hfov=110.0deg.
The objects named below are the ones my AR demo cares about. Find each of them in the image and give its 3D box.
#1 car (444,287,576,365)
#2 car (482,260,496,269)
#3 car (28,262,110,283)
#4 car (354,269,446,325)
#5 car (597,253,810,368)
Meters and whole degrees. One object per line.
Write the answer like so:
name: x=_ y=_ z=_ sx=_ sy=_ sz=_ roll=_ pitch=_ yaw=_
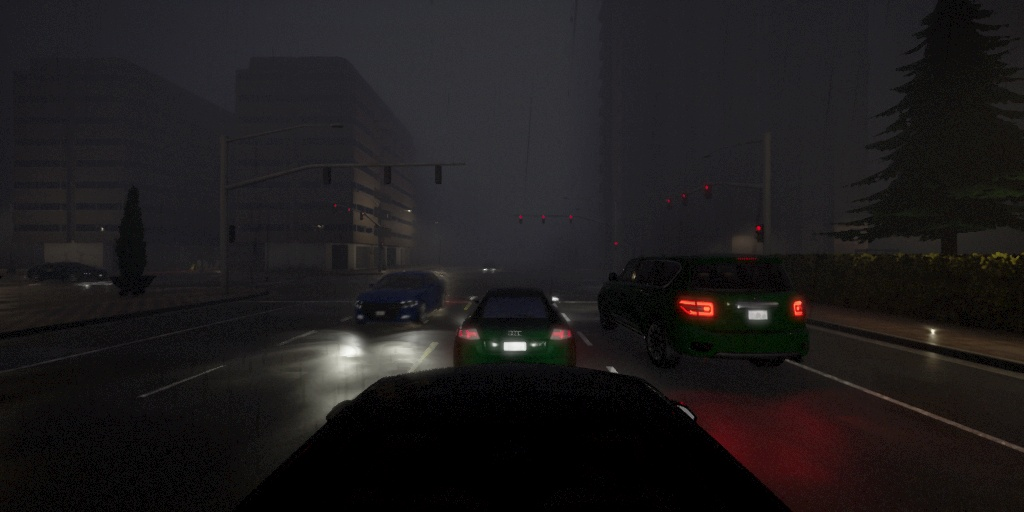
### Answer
car: x=0.058 y=1.313 z=7.338 sx=1.994 sy=1.385 sz=4.181 roll=0 pitch=0 yaw=0
car: x=-3.509 y=1.318 z=55.539 sx=1.994 sy=1.385 sz=4.181 roll=0 pitch=1 yaw=0
car: x=-34.147 y=1.249 z=27.673 sx=4.892 sy=1.490 sz=1.837 roll=0 pitch=0 yaw=1
car: x=-3.503 y=1.245 z=12.031 sx=1.882 sy=1.535 sz=5.008 roll=0 pitch=0 yaw=0
car: x=3.588 y=0.970 z=8.019 sx=2.150 sy=2.045 sz=5.566 roll=0 pitch=0 yaw=-2
